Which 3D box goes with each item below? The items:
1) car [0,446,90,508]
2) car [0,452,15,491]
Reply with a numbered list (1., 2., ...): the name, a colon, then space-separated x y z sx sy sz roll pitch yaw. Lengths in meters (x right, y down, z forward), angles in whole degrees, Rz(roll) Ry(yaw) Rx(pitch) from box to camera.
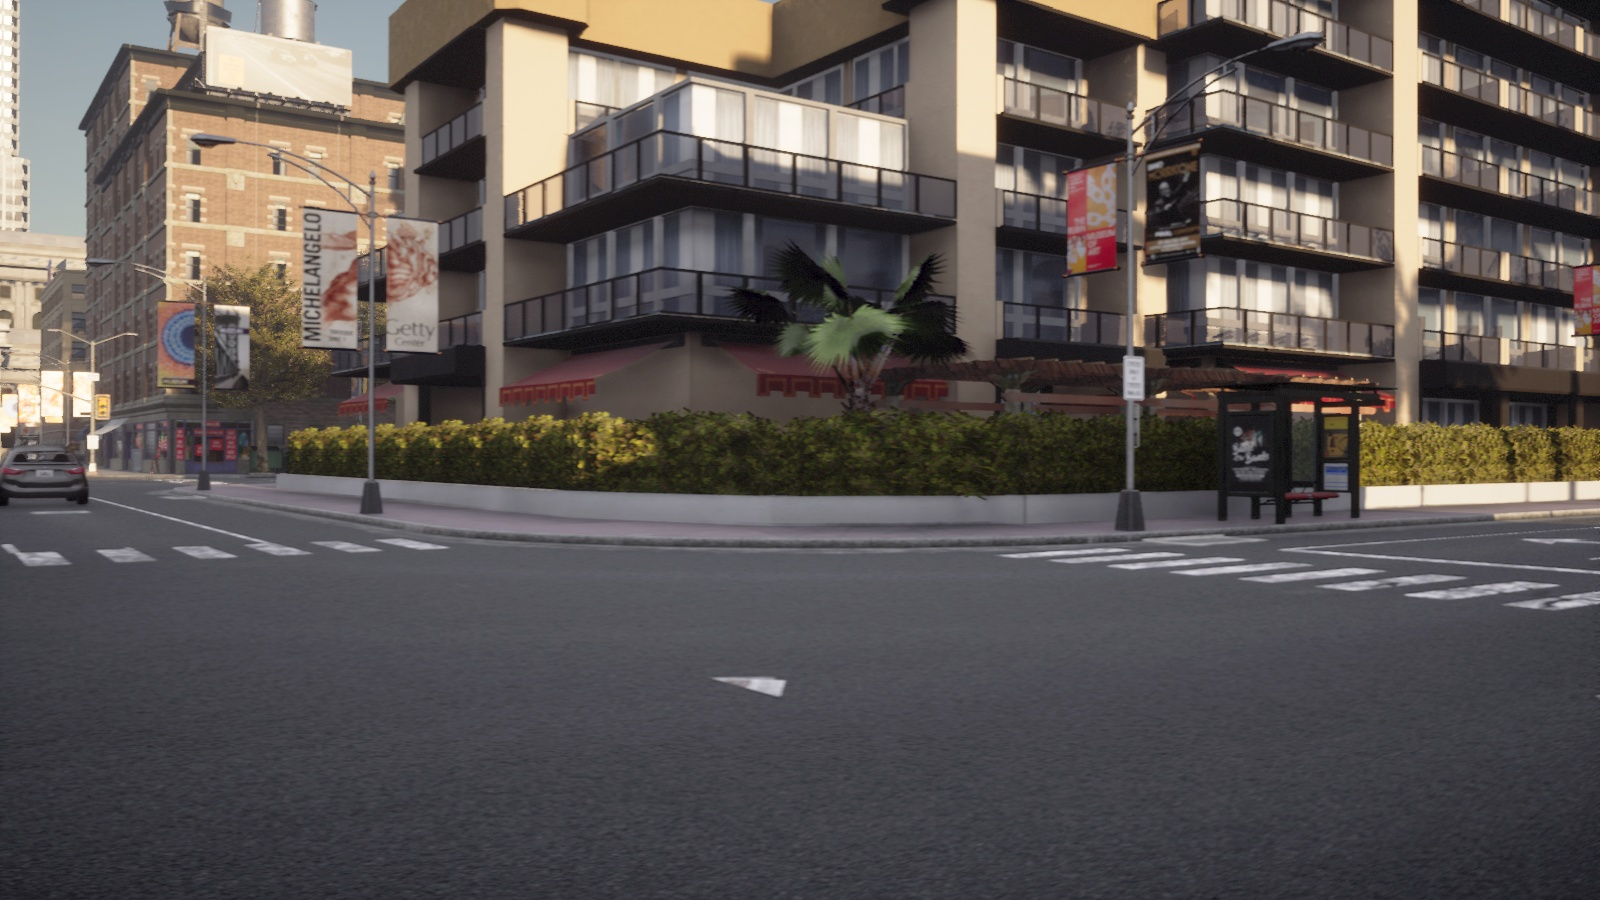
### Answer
1. car: -21.825 0.723 35.873 2.242 1.667 4.611 0 0 -35
2. car: -34.765 0.881 50.486 5.366 1.575 1.801 0 0 -36
